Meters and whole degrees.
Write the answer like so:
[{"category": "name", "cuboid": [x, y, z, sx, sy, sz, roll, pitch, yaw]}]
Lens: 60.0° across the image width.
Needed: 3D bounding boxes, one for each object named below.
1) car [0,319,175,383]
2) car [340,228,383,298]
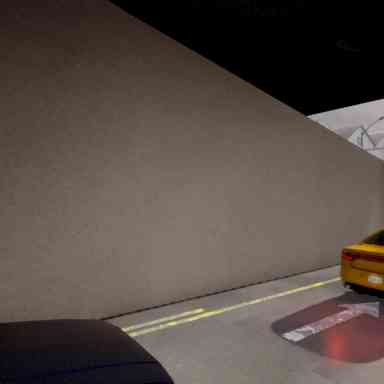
[{"category": "car", "cuboid": [-2.664, 1.547, 1.884, 5.357, 1.411, 2.033, 0, 0, -35]}, {"category": "car", "cuboid": [5.431, 1.478, 7.636, 5.008, 1.535, 1.882, 0, 0, -35]}]
